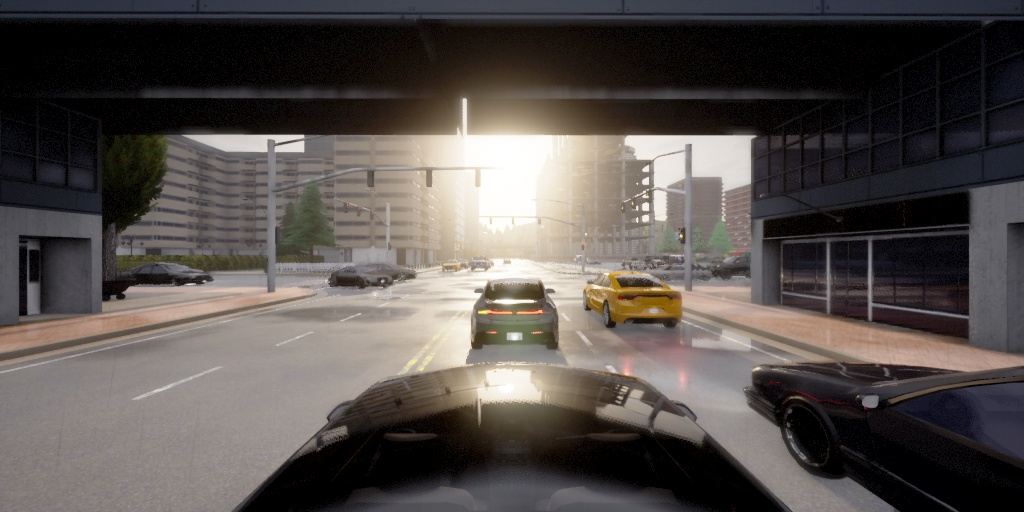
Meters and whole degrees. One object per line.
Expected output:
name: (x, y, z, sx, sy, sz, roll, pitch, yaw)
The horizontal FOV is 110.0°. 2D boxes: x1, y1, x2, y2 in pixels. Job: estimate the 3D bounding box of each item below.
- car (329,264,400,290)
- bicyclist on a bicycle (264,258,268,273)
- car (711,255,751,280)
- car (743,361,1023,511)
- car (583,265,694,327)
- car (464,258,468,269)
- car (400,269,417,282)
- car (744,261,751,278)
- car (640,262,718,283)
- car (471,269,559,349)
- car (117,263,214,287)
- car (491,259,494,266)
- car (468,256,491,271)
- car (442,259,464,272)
car: (-9.308, 1.314, 22.113, 4.181, 1.385, 1.994, 0, 0, 30)
bicyclist on a bicycle: (-25.997, 1.051, 38.388, 0.582, 1.620, 1.656, 0, 0, 0)
car: (19.903, 0.971, 31.357, 5.566, 2.045, 2.150, 0, 0, 1)
car: (3.600, 1.297, 1.668, 2.033, 1.411, 5.357, 0, 0, 0)
car: (3.578, 1.228, 11.495, 1.882, 1.535, 5.008, 0, 0, 0)
car: (-8.044, 1.228, 57.229, 1.882, 1.535, 5.008, 0, 0, 0)
car: (-10.282, 1.297, 28.231, 5.357, 1.411, 2.033, 0, 0, -12)
car: (18.861, 1.255, 24.161, 4.892, 1.490, 1.837, 0, 0, 1)
car: (12.812, 1.351, 27.720, 4.718, 1.301, 1.895, 0, 0, 0)
car: (0.066, 1.255, 9.124, 1.837, 1.490, 4.892, 0, 0, 0)
car: (-23.170, 1.297, 23.917, 5.357, 1.411, 2.033, 0, 0, 0)
car: (-4.553, 1.241, 60.280, 2.128, 1.511, 4.902, 0, 0, 0)
car: (-4.508, 0.971, 50.539, 2.150, 2.045, 5.566, 0, 0, 0)
car: (-7.992, 1.228, 47.657, 1.882, 1.535, 5.008, 0, 0, 0)
